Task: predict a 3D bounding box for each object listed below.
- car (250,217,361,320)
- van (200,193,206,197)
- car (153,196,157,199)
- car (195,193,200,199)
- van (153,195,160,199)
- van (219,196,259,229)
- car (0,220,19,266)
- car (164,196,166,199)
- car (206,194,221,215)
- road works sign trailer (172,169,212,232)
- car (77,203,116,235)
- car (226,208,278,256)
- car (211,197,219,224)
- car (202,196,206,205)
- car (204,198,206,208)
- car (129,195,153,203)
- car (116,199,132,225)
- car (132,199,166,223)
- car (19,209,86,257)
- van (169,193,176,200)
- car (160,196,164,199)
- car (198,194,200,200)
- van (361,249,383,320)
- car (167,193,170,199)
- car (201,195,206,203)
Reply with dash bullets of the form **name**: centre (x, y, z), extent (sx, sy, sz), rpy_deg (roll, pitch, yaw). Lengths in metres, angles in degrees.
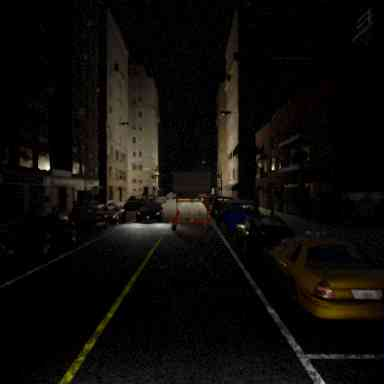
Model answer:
- **car**: centre (2.666, 1.517, 7.370), extent (1.752, 1.417, 4.829), rpy_deg (0, 0, 0)
- **van**: centre (2.657, 1.259, 58.225), extent (1.690, 1.788, 3.998), rpy_deg (0, 0, 0)
- **car**: centre (-5.866, 1.499, 41.201), extent (2.008, 1.369, 4.403), rpy_deg (0, 0, 0)
- **car**: centre (2.651, 1.277, 91.090), extent (1.967, 1.590, 4.097), rpy_deg (0, 0, 0)
- **van**: centre (-5.867, 1.282, 46.870), extent (1.690, 1.788, 3.998), rpy_deg (0, 0, 0)
- **van**: centre (2.664, 1.320, 18.539), extent (1.690, 1.788, 3.998), rpy_deg (0, 0, 0)
- **car**: centre (-5.859, 1.518, 7.022), extent (1.752, 1.417, 4.829), rpy_deg (0, 0, 0)
- **car**: centre (-5.869, 1.443, 58.038), extent (1.752, 1.417, 4.829), rpy_deg (0, 0, 0)
- **car**: centre (2.662, 1.278, 29.878), extent (2.192, 1.841, 5.009), rpy_deg (0, 0, 0)
- **road works sign trailer**: centre (-0.004, 0.441, 19.848), extent (2.380, 3.560, 2.880), rpy_deg (0, 0, 0)
- **car**: centre (-5.861, 1.523, 18.528), extent (1.887, 1.381, 4.507), rpy_deg (0, 0, 0)
- **car**: centre (2.665, 1.536, 12.870), extent (2.008, 1.369, 4.403), rpy_deg (0, 0, 0)
- **car**: centre (2.663, 1.411, 24.209), extent (1.967, 1.590, 4.097), rpy_deg (0, 0, 0)
- **car**: centre (2.660, 1.514, 41.217), extent (1.947, 1.339, 4.313), rpy_deg (0, 0, 0)
- **car**: centre (2.661, 1.522, 35.548), extent (1.947, 1.339, 4.313), rpy_deg (0, 0, 0)
- **car**: centre (-5.865, 1.271, 35.534), extent (2.192, 1.841, 5.009), rpy_deg (0, 0, 0)
- **car**: centre (-5.863, 1.497, 24.027), extent (1.752, 1.417, 4.829), rpy_deg (0, 0, 0)
- **car**: centre (-3.104, 1.495, 25.700), extent (1.812, 1.442, 4.674), rpy_deg (0, 0, 0)
- **car**: centre (-5.860, 1.552, 12.861), extent (1.947, 1.339, 4.313), rpy_deg (0, 0, 0)
- **van**: centre (-5.875, 1.179, 91.071), extent (1.690, 1.788, 3.998), rpy_deg (0, 0, 0)
- **car**: centre (-5.868, 1.456, 52.369), extent (1.752, 1.417, 4.829), rpy_deg (0, 0, 0)
- **car**: centre (2.656, 1.429, 64.065), extent (1.752, 1.417, 4.829), rpy_deg (0, 0, 0)
- **van**: centre (2.667, 1.339, 1.531), extent (1.690, 1.788, 3.998), rpy_deg (0, 0, 0)
- **car**: centre (-5.870, 1.455, 63.875), extent (2.008, 1.369, 4.403), rpy_deg (0, 0, 0)
- **car**: centre (2.659, 1.491, 46.885), extent (2.008, 1.369, 4.403), rpy_deg (0, 0, 0)
